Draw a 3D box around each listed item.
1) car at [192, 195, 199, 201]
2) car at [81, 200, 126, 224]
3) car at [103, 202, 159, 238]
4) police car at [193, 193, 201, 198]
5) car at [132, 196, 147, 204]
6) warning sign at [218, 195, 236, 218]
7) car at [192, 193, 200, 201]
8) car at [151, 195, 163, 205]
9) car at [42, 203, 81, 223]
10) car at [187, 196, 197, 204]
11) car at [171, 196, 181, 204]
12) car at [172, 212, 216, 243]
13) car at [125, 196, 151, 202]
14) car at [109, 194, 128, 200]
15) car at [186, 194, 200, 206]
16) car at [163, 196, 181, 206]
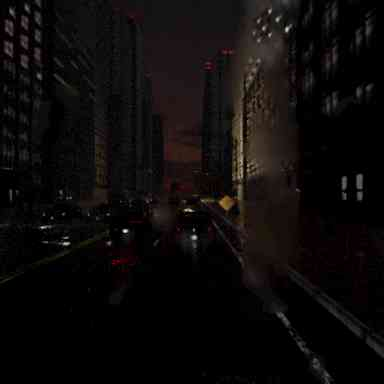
[{"bbox_3d":[0.979,1.567,87.052,1.801,1.575,5.366,0,0,0],"label":"car"},{"bbox_3d":[-6.599,1.558,25.418,1.812,1.442,4.674,0,0,0],"label":"car"},{"bbox_3d":[-3.166,1.565,18.241,1.837,1.490,4.892,-1,1,0],"label":"car"},{"bbox_3d":[0.978,1.524,76.970,1.930,1.638,5.238,0,0,0],"label":"police car"},{"bbox_3d":[-9.747,1.475,62.089,1.882,1.535,5.008,0,0,0],"label":"car"},{"bbox_3d":[2.836,1.150,26.872,1.300,1.860,1.060,-1,-1,0],"label":"warning sign"},{"bbox_3d":[0.979,1.344,92.894,2.150,2.045,5.566,0,0,0],"label":"car"},{"bbox_3d":[-6.497,1.443,62.119,2.097,1.767,4.553,0,0,0],"label":"car"},{"bbox_3d":[-9.848,1.558,25.729,1.812,1.442,4.674,0,0,0],"label":"car"},{"bbox_3d":[0.003,1.580,66.680,1.837,1.490,4.892,0,0,0],"label":"car"},{"bbox_3d":[-3.247,1.566,67.097,1.837,1.490,4.892,0,0,0],"label":"car"},{"bbox_3d":[0.088,1.633,16.403,1.895,1.301,4.718,0,0,0],"label":"car"},{"bbox_3d":[-6.590,1.557,41.268,1.837,1.490,4.892,0,0,0],"label":"car"},{"bbox_3d":[-9.832,1.279,44.819,2.150,2.045,5.566,0,0,0],"label":"car"},{"bbox_3d":[0.003,1.549,56.257,1.882,1.535,5.008,0,0,0],"label":"car"},{"bbox_3d":[-3.248,1.619,56.674,2.033,1.411,5.357,0,0,0],"label":"car"}]
